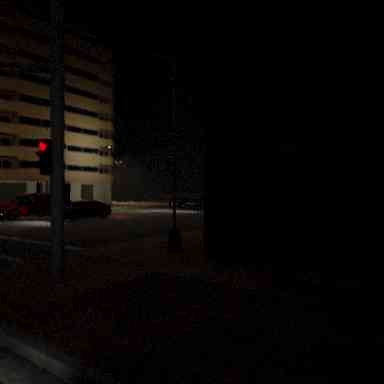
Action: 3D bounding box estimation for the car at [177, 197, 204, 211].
[{"bbox_3d":[0.669,1.477,40.288,1.812,1.442,4.674,0,0,35],"label":"car"}]

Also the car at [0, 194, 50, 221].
[{"bbox_3d":[-13.095,1.164,26.767,2.150,2.045,5.566,0,0,35],"label":"car"}]

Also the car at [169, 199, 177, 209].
[{"bbox_3d":[-1.062,1.437,43.896,2.128,1.511,4.902,0,0,35],"label":"car"}]

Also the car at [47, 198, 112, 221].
[{"bbox_3d":[-8.756,1.457,26.872,1.837,1.490,4.892,0,0,35],"label":"car"}]
